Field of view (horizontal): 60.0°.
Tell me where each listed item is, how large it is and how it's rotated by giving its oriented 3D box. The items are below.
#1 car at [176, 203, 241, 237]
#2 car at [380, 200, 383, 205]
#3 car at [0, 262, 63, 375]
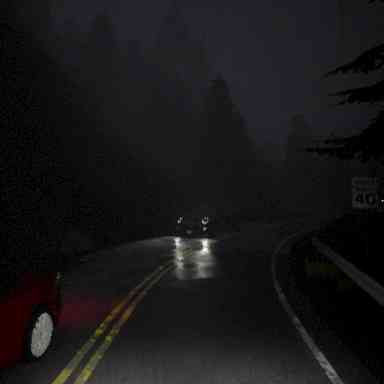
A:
[{"bbox_3d":[1.026,1.494,19.136,2.097,1.767,4.553,-2,-1,32],"label":"car"},{"bbox_3d":[22.653,0.914,36.303,4.553,1.767,2.097,-2,-3,-28],"label":"car"},{"bbox_3d":[-3.084,1.497,3.172,1.882,1.535,5.008,0,-1,5],"label":"car"}]
